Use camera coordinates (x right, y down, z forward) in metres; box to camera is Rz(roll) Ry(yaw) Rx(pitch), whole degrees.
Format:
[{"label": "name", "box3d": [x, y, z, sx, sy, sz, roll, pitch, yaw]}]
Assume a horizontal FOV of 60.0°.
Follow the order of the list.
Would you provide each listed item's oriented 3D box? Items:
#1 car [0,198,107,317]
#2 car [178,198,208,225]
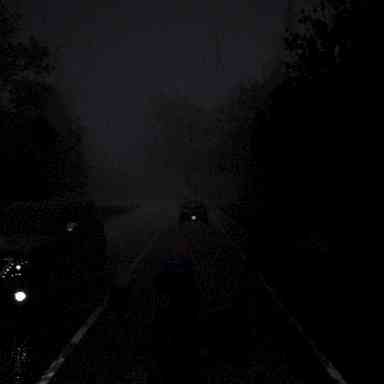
[{"label": "car", "box3d": [-3.603, 1.187, 7.739, 2.150, 2.045, 5.566, 0, 0, 0]}, {"label": "car", "box3d": [0.098, 1.389, 23.084, 2.128, 1.511, 4.902, 0, 0, 0]}]
